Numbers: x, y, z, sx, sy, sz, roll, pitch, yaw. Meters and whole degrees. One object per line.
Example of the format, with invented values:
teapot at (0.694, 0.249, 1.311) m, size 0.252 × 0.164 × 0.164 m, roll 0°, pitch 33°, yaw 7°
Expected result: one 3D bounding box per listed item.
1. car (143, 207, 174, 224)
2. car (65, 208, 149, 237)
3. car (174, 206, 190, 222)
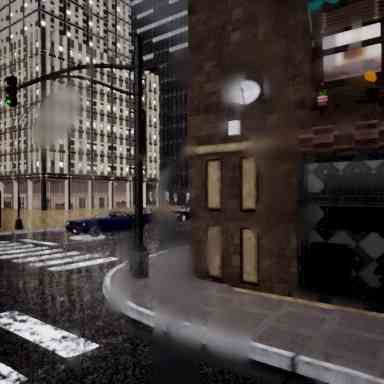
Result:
car at (-3.819, 1.890, 26.123) m, size 2.008 × 1.369 × 4.403 m, roll -2°, pitch -2°, yaw 35°
car at (-5.020, 1.832, 19.731) m, size 1.895 × 1.301 × 4.718 m, roll -1°, pitch -1°, yaw 36°
car at (-0.619, 1.971, 30.681) m, size 2.008 × 1.369 × 4.403 m, roll -2°, pitch -2°, yaw 35°
